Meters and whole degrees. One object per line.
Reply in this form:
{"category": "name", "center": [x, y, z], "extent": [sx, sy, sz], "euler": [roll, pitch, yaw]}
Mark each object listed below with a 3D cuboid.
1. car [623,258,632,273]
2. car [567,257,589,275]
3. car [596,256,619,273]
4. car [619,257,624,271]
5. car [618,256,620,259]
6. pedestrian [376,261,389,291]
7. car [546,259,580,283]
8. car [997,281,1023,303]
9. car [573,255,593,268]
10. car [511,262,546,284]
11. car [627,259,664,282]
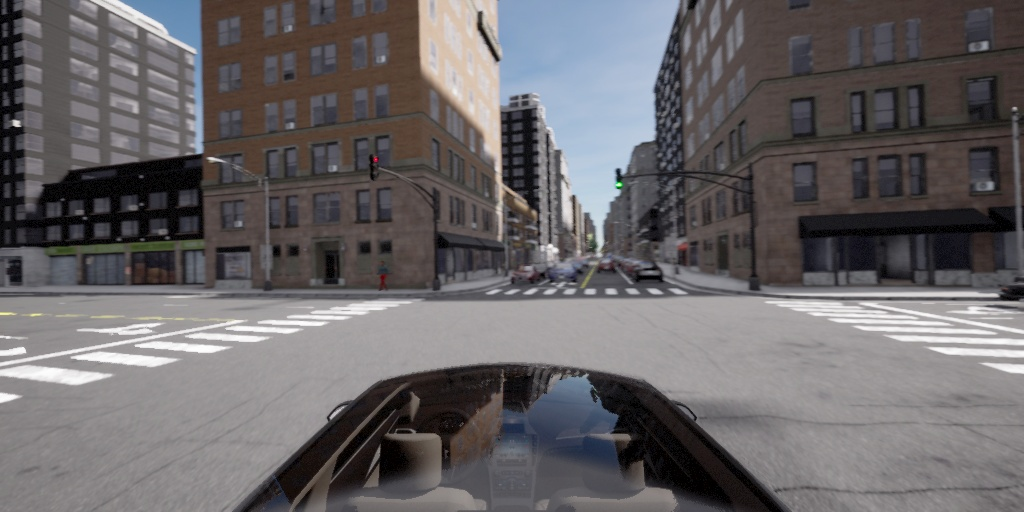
{"category": "car", "center": [10.731, 1.006, 30.327], "extent": [1.888, 1.381, 4.507], "euler": [0, 0, 14]}
{"category": "car", "center": [6.481, 1.134, 37.067], "extent": [2.033, 1.411, 5.357], "euler": [-2, 0, 14]}
{"category": "car", "center": [10.142, 1.008, 38.567], "extent": [1.812, 1.442, 4.674], "euler": [-2, 0, 14]}
{"category": "car", "center": [12.084, 0.975, 35.690], "extent": [2.007, 1.370, 4.403], "euler": [0, 0, 14]}
{"category": "car", "center": [13.437, 0.934, 41.052], "extent": [1.888, 1.381, 4.507], "euler": [0, 0, 14]}
{"category": "pedestrian", "center": [-7.445, 1.121, 20.684], "extent": [0.375, 1.860, 0.375], "euler": [-2, -1, 14]}
{"category": "car", "center": [3.901, 1.181, 26.876], "extent": [1.812, 1.442, 4.674], "euler": [-2, 0, 12]}
{"category": "car", "center": [18.459, 0.934, 10.476], "extent": [5.357, 1.411, 2.033], "euler": [-1, -1, 14]}
{"category": "car", "center": [10.083, 1.038, 51.135], "extent": [2.033, 1.411, 5.357], "euler": [-2, 0, 15]}
{"category": "car", "center": [1.114, 1.318, 27.047], "extent": [1.802, 1.307, 4.207], "euler": [0, 0, 14]}
{"category": "car", "center": [9.379, 1.062, 24.964], "extent": [1.948, 1.339, 4.313], "euler": [0, 0, 14]}
